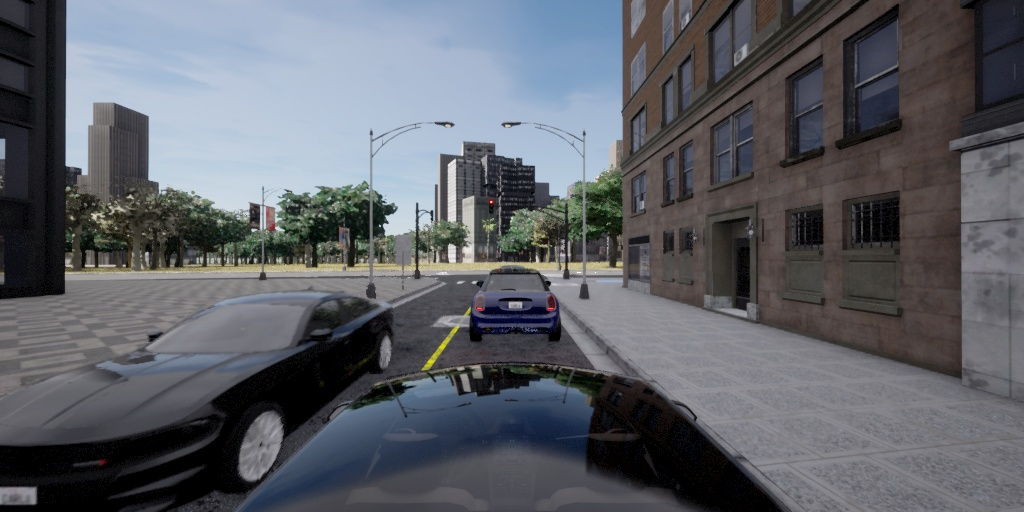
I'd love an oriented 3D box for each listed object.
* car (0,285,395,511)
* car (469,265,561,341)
[{"bbox_3d":[-3.110,1.228,4.740,1.882,1.535,5.008,0,0,0],"label":"car"},{"bbox_3d":[0.057,1.103,10.018,2.097,1.767,4.553,0,0,-1],"label":"car"}]
